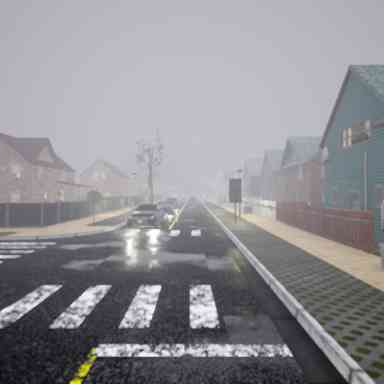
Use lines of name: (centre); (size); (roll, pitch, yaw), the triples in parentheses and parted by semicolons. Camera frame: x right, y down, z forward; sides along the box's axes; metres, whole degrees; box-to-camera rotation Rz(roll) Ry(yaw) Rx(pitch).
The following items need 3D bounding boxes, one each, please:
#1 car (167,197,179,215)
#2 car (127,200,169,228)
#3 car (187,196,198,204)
car: (-2.779, 1.544, 34.654); (2.033, 1.411, 5.357); (0, 0, 0)
car: (-2.986, 1.522, 22.443); (1.812, 1.442, 4.674); (0, 0, 4)
car: (0.128, 1.530, 65.905); (1.812, 1.442, 4.674); (0, 0, 0)
